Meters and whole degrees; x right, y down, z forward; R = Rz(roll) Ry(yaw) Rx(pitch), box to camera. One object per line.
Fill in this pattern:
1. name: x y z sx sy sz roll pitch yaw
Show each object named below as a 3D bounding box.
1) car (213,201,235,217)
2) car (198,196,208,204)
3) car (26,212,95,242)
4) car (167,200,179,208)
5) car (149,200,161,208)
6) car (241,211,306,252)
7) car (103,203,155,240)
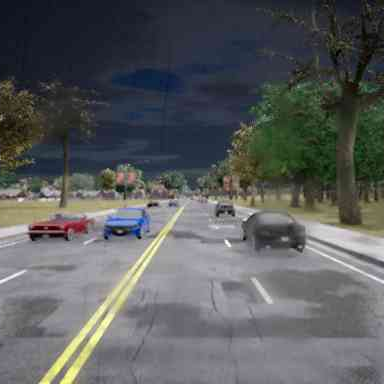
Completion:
1. car: 3.350 1.761 35.028 1.837 1.490 4.892 0 -1 0
2. car: 3.250 2.381 86.874 2.033 1.411 5.357 0 -1 0
3. car: -6.600 1.707 17.237 1.895 1.301 4.718 0 0 0
4. car: -3.287 2.048 59.456 2.033 1.411 5.357 0 -1 1
5. car: -6.549 2.082 57.682 1.895 1.301 4.718 0 -1 1
6. car: 3.348 1.563 14.425 1.882 1.535 5.008 0 0 0
7. car: -3.350 1.589 17.935 1.882 1.535 5.008 0 0 0
